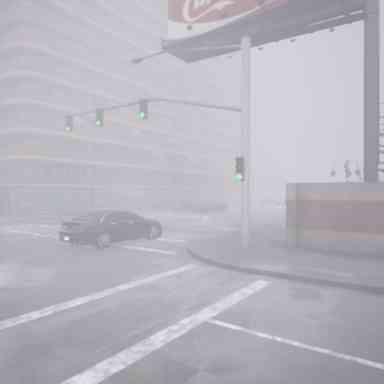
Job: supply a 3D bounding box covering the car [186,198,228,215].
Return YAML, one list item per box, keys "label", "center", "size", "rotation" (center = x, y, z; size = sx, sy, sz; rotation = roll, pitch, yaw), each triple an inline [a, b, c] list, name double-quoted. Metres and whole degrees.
- label: "car"
  center: [1.883, 1.447, 34.230]
  size: [1.882, 1.535, 5.008]
  rotation: [0, 0, 35]

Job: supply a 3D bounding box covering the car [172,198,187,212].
- label: "car"
  center: [-0.245, 1.455, 37.288]
  size: [2.128, 1.511, 4.902]
  rotation: [0, 0, 35]

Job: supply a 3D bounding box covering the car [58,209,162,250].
- label: "car"
  center: [-3.324, 1.492, 14.491]
  size: [1.837, 1.490, 4.892]
  rotation: [0, 0, 35]

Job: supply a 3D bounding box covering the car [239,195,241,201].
- label: "car"
  center: [10.688, 1.438, 75.807]
  size: [4.181, 1.385, 1.994]
  rotation: [0, 0, 22]

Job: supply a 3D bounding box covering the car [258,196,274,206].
- label: "car"
  center: [12.641, 1.474, 55.441]
  size: [1.837, 1.490, 4.892]
  rotation: [0, 0, 35]

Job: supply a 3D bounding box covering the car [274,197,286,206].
- label: "car"
  center: [15.117, 1.534, 52.887]
  size: [1.994, 1.385, 4.181]
  rotation: [0, 0, 36]
